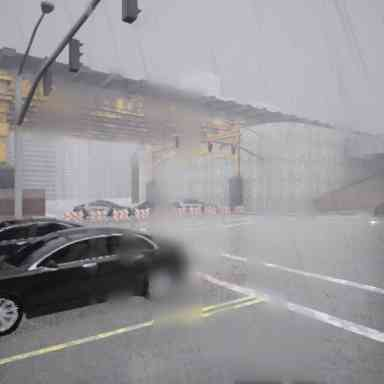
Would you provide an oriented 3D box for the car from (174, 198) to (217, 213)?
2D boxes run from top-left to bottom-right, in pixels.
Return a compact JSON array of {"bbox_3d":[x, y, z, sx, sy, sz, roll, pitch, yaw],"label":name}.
[{"bbox_3d":[0.056,1.295,35.241,4.536,1.218,1.853,0,0,-7],"label":"car"}]

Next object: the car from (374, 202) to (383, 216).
[{"bbox_3d":[19.020,1.478,31.348,5.008,1.535,1.882,0,0,-37],"label":"car"}]

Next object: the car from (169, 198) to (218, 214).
[{"bbox_3d":[0.108,1.453,35.247,4.974,1.542,2.038,0,0,-7],"label":"car"}]

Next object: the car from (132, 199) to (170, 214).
[{"bbox_3d":[-3.784,1.295,31.535,1.853,1.218,4.536,0,0,18],"label":"car"}]

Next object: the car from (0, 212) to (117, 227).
[{"bbox_3d":[-4.786,1.505,9.199,4.892,1.490,1.837,0,0,-36],"label":"car"}]

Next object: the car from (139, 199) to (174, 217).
[{"bbox_3d":[-3.800,1.453,31.485,2.038,1.542,4.974,0,0,18],"label":"car"}]

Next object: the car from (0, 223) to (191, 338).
[{"bbox_3d":[-2.295,1.507,6.680,4.892,1.490,1.837,0,0,-36],"label":"car"}]

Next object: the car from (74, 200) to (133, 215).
[{"bbox_3d":[-7.595,1.295,28.805,4.536,1.218,1.853,0,0,8],"label":"car"}]

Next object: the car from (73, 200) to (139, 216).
[{"bbox_3d":[-7.544,1.453,28.798,4.974,1.542,2.038,0,0,8],"label":"car"}]
